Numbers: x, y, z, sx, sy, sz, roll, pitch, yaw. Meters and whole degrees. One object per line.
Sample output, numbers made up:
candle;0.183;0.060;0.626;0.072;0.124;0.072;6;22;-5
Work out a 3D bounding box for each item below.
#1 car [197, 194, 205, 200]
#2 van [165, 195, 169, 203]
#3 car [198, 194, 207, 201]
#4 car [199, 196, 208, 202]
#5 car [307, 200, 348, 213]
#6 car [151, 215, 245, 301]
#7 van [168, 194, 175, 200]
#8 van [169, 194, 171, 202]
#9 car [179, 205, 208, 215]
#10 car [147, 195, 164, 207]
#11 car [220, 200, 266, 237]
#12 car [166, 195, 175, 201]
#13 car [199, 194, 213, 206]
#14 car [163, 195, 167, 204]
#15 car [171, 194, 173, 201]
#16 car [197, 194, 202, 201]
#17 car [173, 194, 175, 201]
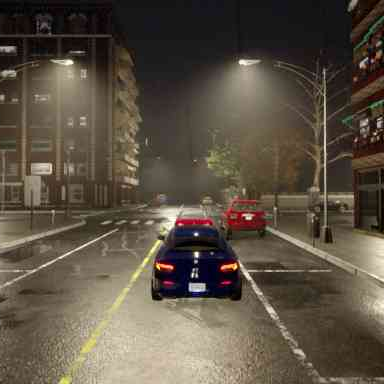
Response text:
car;2.599;1.396;94.940;2.192;1.841;5.009;1;0;0
van;-5.743;1.383;61.709;1.690;1.788;3.998;1;0;0
car;2.611;1.382;83.865;2.192;1.841;5.009;1;0;0
car;2.613;1.626;78.327;1.947;1.339;4.313;1;0;0
car;15.170;1.609;37.191;4.313;1.339;1.947;0;-1;0
car;0.092;1.529;8.211;1.812;1.442;4.674;0;0;0
van;-5.782;1.422;94.941;1.690;1.788;3.998;1;0;0
van;-5.750;1.389;67.248;1.690;1.788;3.998;1;0;0
car;0.080;1.609;17.954;1.895;1.301;4.718;0;0;0
car;-5.735;1.614;50.633;1.802;1.307;4.206;1;0;0
car;2.687;1.323;18.144;2.192;1.841;5.009;1;0;0
car;-5.779;1.624;89.403;2.008;1.369;4.403;1;0;0
car;2.639;1.563;56.344;1.752;1.417;4.829;1;0;0
car;-5.741;1.619;56.170;1.802;1.307;4.206;1;0;0
car;-5.760;1.636;72.787;1.802;1.307;4.206;1;0;0
car;2.620;1.605;72.788;2.008;1.369;4.403;1;0;0
car;-5.766;1.611;78.325;2.008;1.369;4.403;1;0;0
